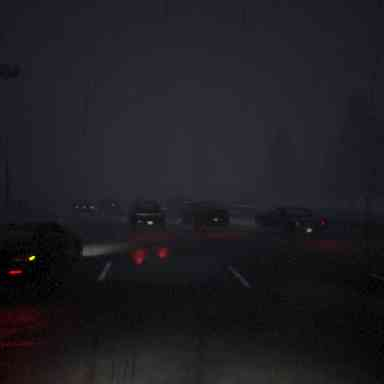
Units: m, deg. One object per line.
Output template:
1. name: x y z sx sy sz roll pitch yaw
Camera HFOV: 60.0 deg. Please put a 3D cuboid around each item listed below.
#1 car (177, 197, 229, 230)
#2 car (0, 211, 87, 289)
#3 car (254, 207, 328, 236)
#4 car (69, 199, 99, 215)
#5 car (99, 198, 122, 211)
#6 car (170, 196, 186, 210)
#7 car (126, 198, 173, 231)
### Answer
1. car: 0.670 1.310 20.108 1.882 1.535 5.008 0 0 -14
2. car: -4.239 1.465 8.735 1.812 1.442 4.674 0 0 -6
3. car: 4.934 1.443 17.409 1.895 1.301 4.718 0 0 -11
4. car: -10.069 1.327 30.311 2.033 1.411 5.357 0 0 -23
5. car: -8.997 1.293 36.004 1.994 1.385 4.181 0 1 -26
6. car: -1.305 1.211 36.120 1.837 1.490 4.892 0 0 -24
7. car: -2.736 1.340 19.337 2.128 1.511 4.902 0 0 -14
